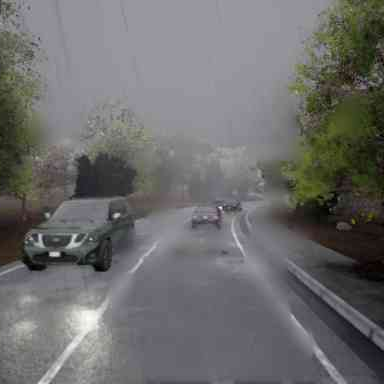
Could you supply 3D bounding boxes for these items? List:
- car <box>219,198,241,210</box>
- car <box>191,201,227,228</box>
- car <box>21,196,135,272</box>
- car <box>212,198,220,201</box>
[{"bbox_3d":[5.149,1.619,42.693,1.895,1.301,4.718,1,0,15],"label":"car"},{"bbox_3d":[1.063,1.535,21.902,2.033,1.411,5.357,1,0,7],"label":"car"},{"bbox_3d":[-3.392,1.191,11.180,2.150,2.045,5.566,0,1,2],"label":"car"},{"bbox_3d":[4.472,1.549,52.694,1.895,1.301,4.718,2,0,20],"label":"car"}]
